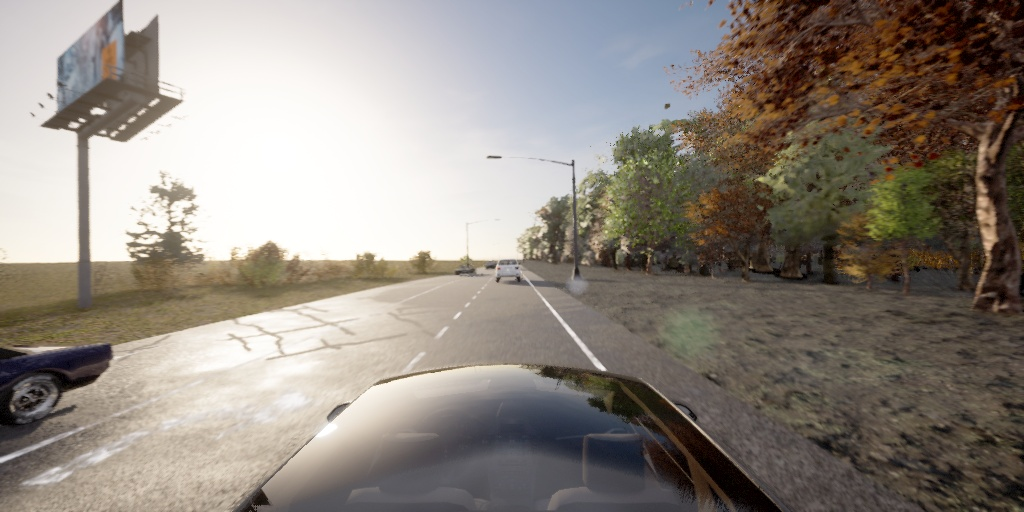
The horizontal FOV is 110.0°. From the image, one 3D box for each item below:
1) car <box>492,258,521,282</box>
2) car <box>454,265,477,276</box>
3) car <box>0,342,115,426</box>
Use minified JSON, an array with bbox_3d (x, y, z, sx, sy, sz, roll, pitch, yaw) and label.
[{"bbox_3d":[-0.367,1.237,33.257,2.150,2.045,5.566,-2,0,0],"label":"car"},{"bbox_3d":[-5.884,1.856,45.512,1.895,1.301,4.718,-2,0,7],"label":"car"},{"bbox_3d":[-7.157,1.559,3.339,1.895,1.301,4.718,-2,0,-1],"label":"car"}]
